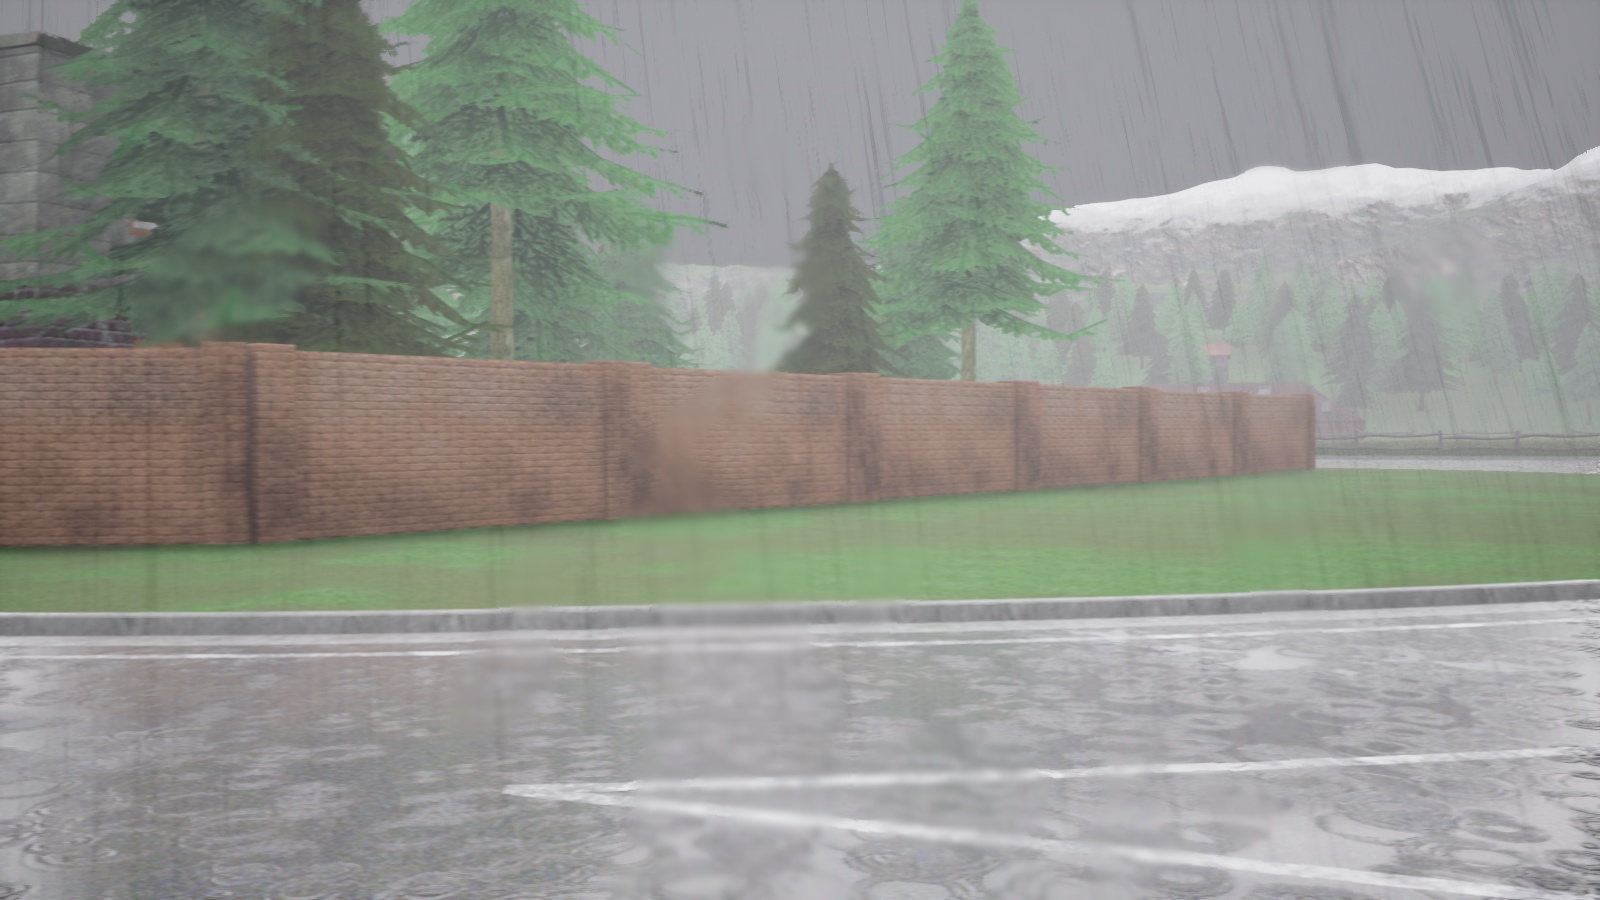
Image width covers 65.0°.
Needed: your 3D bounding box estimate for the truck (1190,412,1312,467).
[{"bbox_3d":[20.976,-0.514,58.551,5.204,2.467,2.627,1,1,19],"label":"truck"}]
